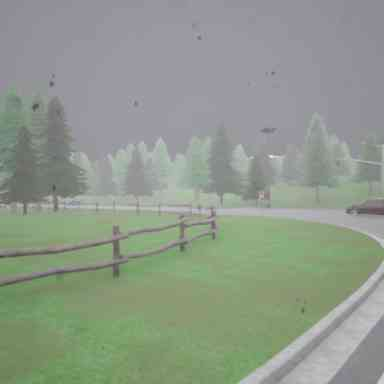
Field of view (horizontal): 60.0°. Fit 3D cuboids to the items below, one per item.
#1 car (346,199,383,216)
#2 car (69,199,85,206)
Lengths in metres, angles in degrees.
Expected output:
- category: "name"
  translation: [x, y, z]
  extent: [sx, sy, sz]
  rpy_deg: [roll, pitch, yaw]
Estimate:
- category: "car"
  translation: [17.064, 1.399, 31.409]
  extent: [4.553, 1.767, 2.097]
  rpy_deg: [-1, -1, 39]
- category: "car"
  translation: [-25.921, 2.299, 74.998]
  extent: [4.674, 1.442, 1.812]
  rpy_deg: [-1, -1, 39]
